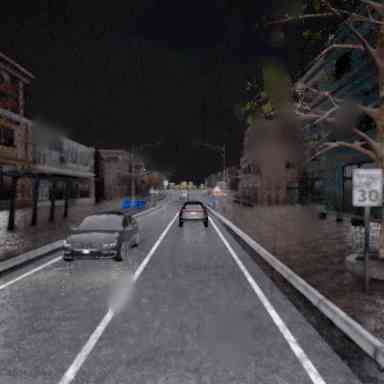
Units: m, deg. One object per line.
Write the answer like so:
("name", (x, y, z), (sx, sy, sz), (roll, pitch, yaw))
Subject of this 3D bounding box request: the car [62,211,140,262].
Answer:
("car", (-3.099, 1.500, 12.157), (1.837, 1.490, 4.892), (0, 0, 0))

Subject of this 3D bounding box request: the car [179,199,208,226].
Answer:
("car", (0.102, 1.423, 23.310), (2.033, 1.649, 4.856), (0, 0, 0))

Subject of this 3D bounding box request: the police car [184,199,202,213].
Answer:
("police car", (0.103, 1.699, 41.120), (2.038, 1.542, 4.974), (0, -1, 0))
